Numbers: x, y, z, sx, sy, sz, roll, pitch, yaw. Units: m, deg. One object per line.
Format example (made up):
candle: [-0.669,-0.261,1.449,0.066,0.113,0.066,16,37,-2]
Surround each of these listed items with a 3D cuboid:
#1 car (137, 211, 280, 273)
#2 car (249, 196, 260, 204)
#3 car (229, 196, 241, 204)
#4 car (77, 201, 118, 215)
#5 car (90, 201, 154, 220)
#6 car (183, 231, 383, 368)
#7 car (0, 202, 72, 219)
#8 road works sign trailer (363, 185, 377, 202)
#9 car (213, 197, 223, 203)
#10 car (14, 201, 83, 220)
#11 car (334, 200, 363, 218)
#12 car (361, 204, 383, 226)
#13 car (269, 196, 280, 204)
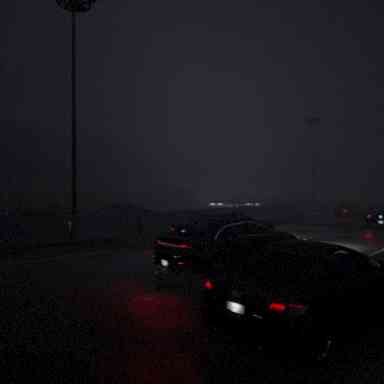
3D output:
car: [1.179,1.487,9.595,4.902,1.511,2.128,0,0,-40]
car: [11.754,1.457,62.963,1.837,1.490,4.892,0,0,10]
car: [7.972,1.517,61.054,2.033,1.411,5.357,0,0,12]
car: [-6.365,1.535,26.662,1.837,1.490,4.892,0,0,44]
car: [-4.629,1.586,23.485,1.994,1.385,4.181,0,0,44]
car: [2.139,1.556,5.868,4.181,1.385,1.994,0,0,-40]
car: [-12.273,1.547,25.858,4.902,1.511,2.128,0,0,-42]
road works sign trailer: [37.146,0.308,69.960,2.380,3.560,2.880,0,0,-2]
car: [5.219,1.574,66.793,1.895,1.301,4.718,0,0,7]
car: [-12.826,1.605,29.936,5.357,1.411,2.033,0,0,-43]
car: [14.197,1.419,30.006,1.882,1.535,5.008,0,0,33]
car: [12.901,1.547,22.057,1.895,1.301,4.718,0,0,38]
car: [14.815,1.417,59.934,1.882,1.535,5.008,0,0,11]
